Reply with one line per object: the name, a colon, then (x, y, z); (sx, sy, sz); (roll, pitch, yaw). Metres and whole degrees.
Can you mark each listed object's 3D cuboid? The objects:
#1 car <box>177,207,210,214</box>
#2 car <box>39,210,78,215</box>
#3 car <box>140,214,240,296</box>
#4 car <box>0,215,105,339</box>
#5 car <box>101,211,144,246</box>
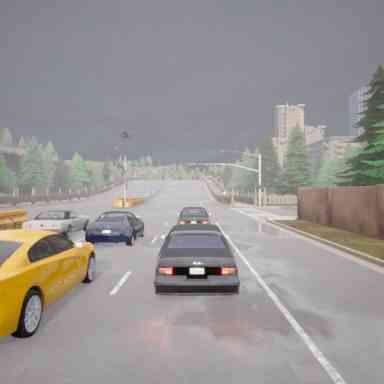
car: (0.105, 1.547, 18.893); (2.033, 1.411, 5.357); (0, 0, 1)
car: (-6.916, 1.601, 17.603); (1.895, 1.301, 4.718); (0, 0, 0)
car: (0.092, 1.547, 8.827); (2.033, 1.411, 5.357); (0, 0, 0)
car: (-3.406, 1.478, 6.617); (1.882, 1.535, 5.008); (0, 0, 0)
car: (-3.420, 1.564, 15.374); (1.994, 1.385, 4.181); (0, 0, 0)
